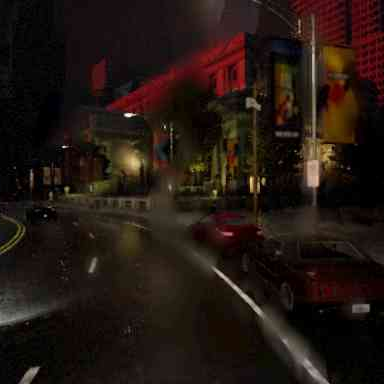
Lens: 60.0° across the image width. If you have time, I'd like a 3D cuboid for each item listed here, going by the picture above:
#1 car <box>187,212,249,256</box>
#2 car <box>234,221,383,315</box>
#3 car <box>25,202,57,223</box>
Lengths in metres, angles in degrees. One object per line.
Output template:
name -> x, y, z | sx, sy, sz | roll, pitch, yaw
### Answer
car -> 1.178, 1.521, 13.143 | 2.002, 1.452, 4.674 | 0, 0, -16
car -> 2.499, 1.587, 7.567 | 1.895, 1.301, 4.718 | 0, 0, -6
car -> -12.025, 1.560, 26.378 | 2.128, 1.511, 4.902 | 0, 0, -32
